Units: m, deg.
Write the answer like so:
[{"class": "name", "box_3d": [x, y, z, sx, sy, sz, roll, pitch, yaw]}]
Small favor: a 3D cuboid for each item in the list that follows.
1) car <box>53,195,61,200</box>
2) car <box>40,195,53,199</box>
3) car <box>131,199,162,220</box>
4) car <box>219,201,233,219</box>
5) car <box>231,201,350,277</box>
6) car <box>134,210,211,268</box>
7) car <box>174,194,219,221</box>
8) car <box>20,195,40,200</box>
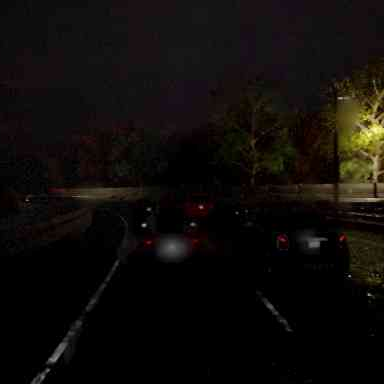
[{"class": "car", "box_3d": [-36.428, 1.402, 88.291, 4.674, 1.442, 1.812, 0, 0, 39]}, {"class": "car", "box_3d": [-38.611, 1.397, 85.536, 4.674, 1.442, 1.812, 0, 0, 38]}, {"class": "car", "box_3d": [-3.657, 1.317, 26.336, 2.097, 1.767, 4.553, 0, 0, -14]}, {"class": "car", "box_3d": [2.990, 1.457, 28.596, 1.812, 1.442, 4.674, 0, 0, -15]}, {"class": "car", "box_3d": [2.838, 1.320, 10.414, 2.097, 1.767, 4.553, 0, 0, -6]}, {"class": "car", "box_3d": [-0.773, 1.545, 11.330, 1.994, 1.385, 4.181, 0, 0, -6]}, {"class": "car", "box_3d": [0.036, 1.169, 26.160, 2.150, 2.045, 5.566, 0, 0, -14]}, {"class": "car", "box_3d": [-40.782, 1.430, 82.791, 5.357, 1.411, 2.033, 0, 0, 38]}]
